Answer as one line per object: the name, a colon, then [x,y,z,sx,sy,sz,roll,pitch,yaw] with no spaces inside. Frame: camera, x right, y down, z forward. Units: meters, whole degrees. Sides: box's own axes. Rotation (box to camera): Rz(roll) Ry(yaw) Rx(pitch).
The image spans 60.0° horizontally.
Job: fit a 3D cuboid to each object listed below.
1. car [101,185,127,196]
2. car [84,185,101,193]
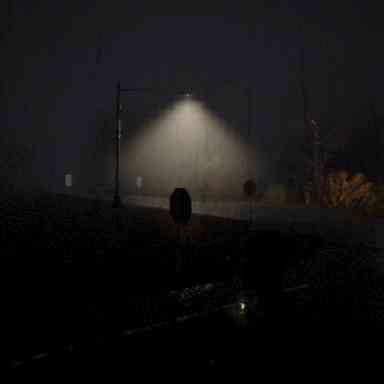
car: [-11.822,-0.368,51.693,2.097,1.767,4.553,0,2,-36]
car: [-17.677,-0.496,59.848,2.033,1.411,5.357,0,2,-36]
